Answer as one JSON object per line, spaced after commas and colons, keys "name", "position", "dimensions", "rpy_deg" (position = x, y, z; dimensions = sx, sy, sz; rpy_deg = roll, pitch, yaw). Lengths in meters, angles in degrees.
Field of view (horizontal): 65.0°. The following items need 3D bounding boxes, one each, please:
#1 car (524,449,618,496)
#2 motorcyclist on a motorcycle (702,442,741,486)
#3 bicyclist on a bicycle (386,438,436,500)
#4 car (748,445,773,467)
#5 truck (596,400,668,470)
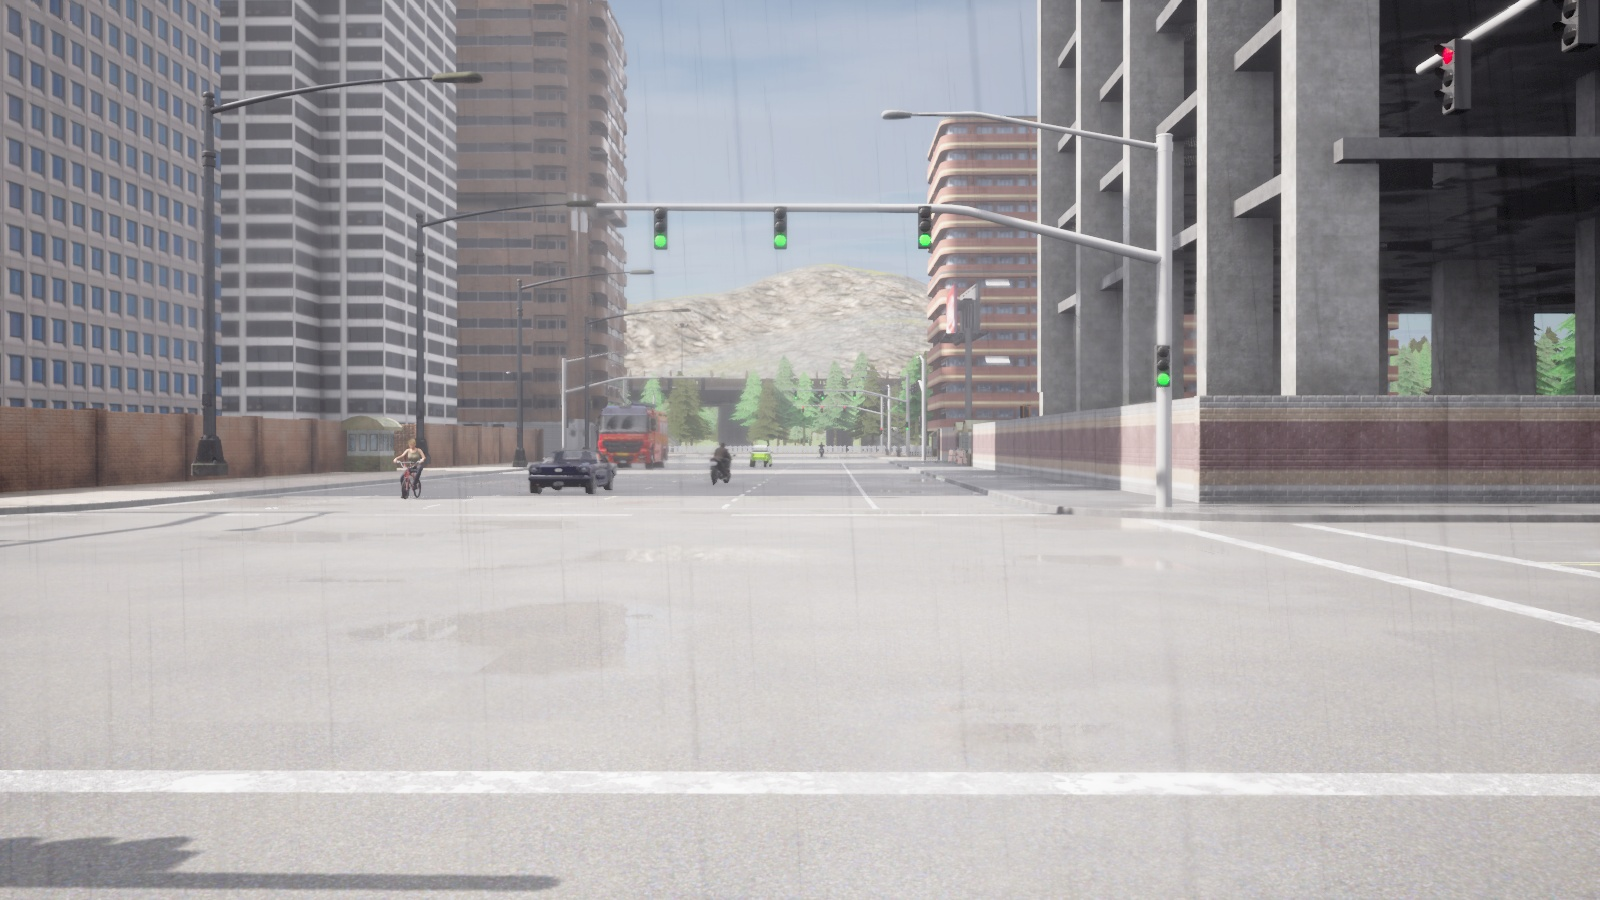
{"name": "car", "position": [-6.856, 0.632, 38.023], "dimensions": [1.895, 1.301, 4.718], "rpy_deg": [0, 0, 1]}
{"name": "motorcyclist on a motorcycle", "position": [-2.797, 0.480, 44.920], "dimensions": [0.797, 1.523, 2.044], "rpy_deg": [1, 1, 15]}
{"name": "bicyclist on a bicycle", "position": [-10.439, 0.489, 33.730], "dimensions": [0.866, 1.612, 1.509], "rpy_deg": [0, 0, 1]}
{"name": "car", "position": [-2.456, 0.370, 78.201], "dimensions": [1.481, 1.376, 2.207], "rpy_deg": [0, 1, 1]}
{"name": "truck", "position": [-9.583, -0.824, 72.535], "dimensions": [2.891, 3.827, 8.468], "rpy_deg": [0, 0, 1]}
